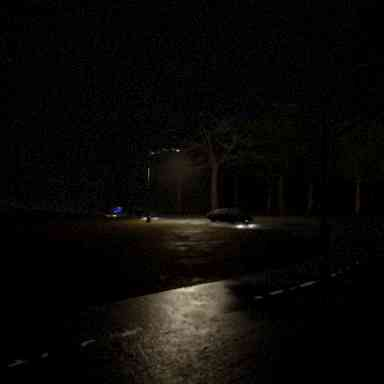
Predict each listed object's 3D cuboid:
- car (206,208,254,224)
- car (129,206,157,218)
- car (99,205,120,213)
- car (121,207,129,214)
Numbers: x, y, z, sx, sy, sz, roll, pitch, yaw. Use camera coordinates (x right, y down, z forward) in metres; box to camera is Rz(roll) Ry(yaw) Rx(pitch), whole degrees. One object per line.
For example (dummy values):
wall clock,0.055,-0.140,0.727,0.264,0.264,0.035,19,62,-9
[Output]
car,3.391,2.192,31.004,2.033,1.411,5.357,0,-2,-30
car,-6.621,2.755,46.295,1.837,1.490,4.892,0,-2,-33
car,-15.412,2.985,59.904,2.128,1.511,4.902,0,-2,-33
car,-9.969,3.113,57.973,2.128,1.511,4.902,0,-2,-33
